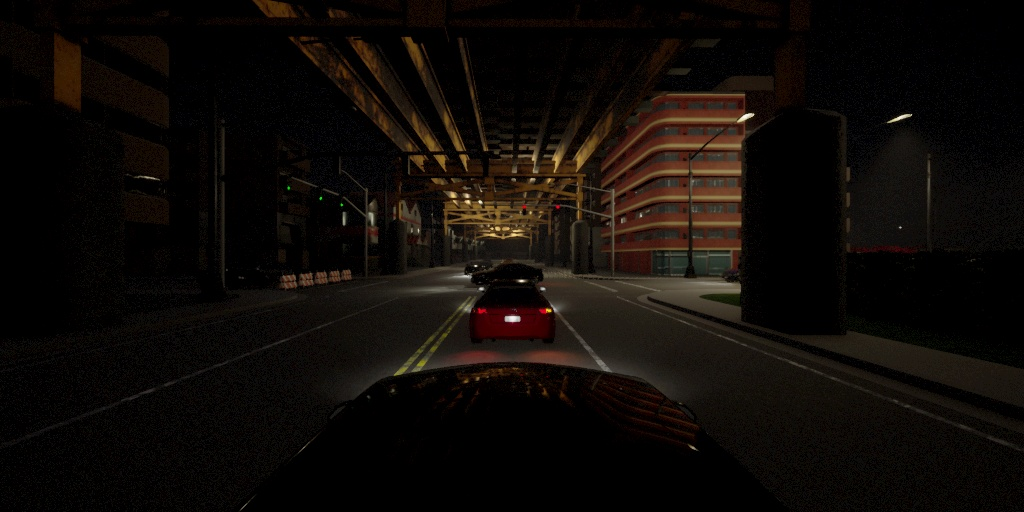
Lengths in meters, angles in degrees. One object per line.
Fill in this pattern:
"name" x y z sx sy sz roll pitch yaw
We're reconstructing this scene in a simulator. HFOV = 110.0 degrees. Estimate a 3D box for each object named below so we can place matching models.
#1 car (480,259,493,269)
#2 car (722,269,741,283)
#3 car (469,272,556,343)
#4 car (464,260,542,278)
"car" -4.107 1.262 58.790 1.812 1.442 4.674 0 0 0
"car" 17.955 1.276 26.191 4.674 1.442 1.812 0 0 -1
"car" 0.006 1.314 9.663 1.994 1.385 4.181 0 0 0
"car" -0.303 1.228 23.599 5.008 1.535 1.882 0 -1 -31
